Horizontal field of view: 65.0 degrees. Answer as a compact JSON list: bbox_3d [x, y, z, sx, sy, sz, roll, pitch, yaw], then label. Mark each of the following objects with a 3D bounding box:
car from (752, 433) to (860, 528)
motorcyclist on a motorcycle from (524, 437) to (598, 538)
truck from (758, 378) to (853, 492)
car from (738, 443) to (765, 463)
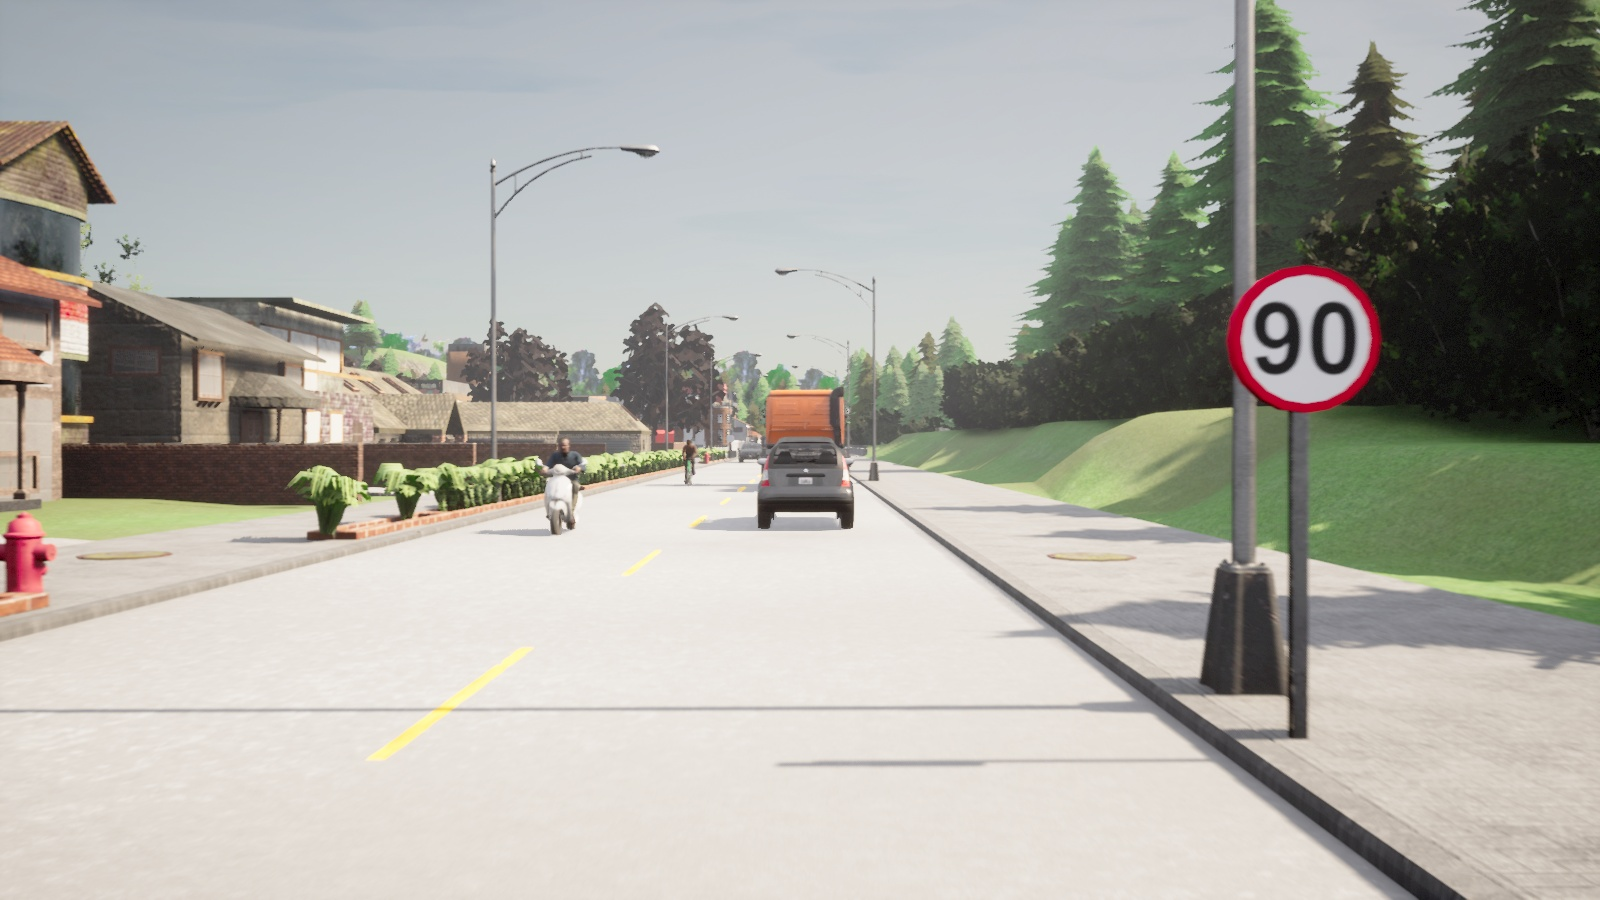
[{"bbox_3d":[0.106,0.512,23.494,1.851,1.617,3.988,0,0,0],"label":"car"},{"bbox_3d":[-3.905,0.580,20.651,0.866,1.590,1.817,0,0,0],"label":"motorcyclist on a motorcycle"},{"bbox_3d":[0.181,-0.473,42.140,2.891,3.462,7.936,0,0,0],"label":"truck"},{"bbox_3d":[-3.631,0.213,94.955,1.837,1.490,4.892,0,0,0],"label":"car"}]
